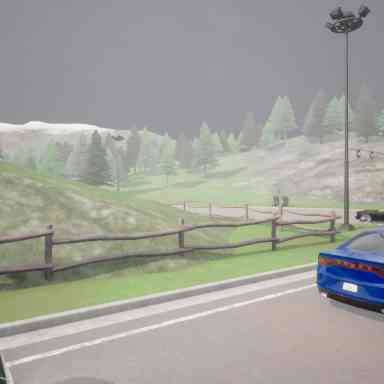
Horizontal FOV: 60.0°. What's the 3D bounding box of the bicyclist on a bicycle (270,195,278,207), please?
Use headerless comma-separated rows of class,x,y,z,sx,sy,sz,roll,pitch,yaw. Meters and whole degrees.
bicyclist on a bicycle,11.805,1.302,47.675,0.582,1.620,1.656,0,0,34

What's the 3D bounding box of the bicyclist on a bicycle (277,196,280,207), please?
bicyclist on a bicycle,12.906,1.302,46.918,0.582,1.620,1.656,0,0,35

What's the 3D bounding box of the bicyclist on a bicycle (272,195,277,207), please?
bicyclist on a bicycle,12.173,1.302,47.424,0.582,1.620,1.656,0,0,34

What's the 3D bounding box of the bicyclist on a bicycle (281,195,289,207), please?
bicyclist on a bicycle,13.272,1.302,46.663,0.582,1.620,1.656,0,0,35

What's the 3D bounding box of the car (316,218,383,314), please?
car,4.752,1.478,7.075,5.008,1.535,1.882,0,0,-34

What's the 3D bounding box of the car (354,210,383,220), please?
car,14.053,1.601,23.254,4.718,1.301,1.895,0,0,41

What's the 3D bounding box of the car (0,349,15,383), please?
car,-3.279,1.352,1.474,4.553,1.767,2.097,0,0,-35
